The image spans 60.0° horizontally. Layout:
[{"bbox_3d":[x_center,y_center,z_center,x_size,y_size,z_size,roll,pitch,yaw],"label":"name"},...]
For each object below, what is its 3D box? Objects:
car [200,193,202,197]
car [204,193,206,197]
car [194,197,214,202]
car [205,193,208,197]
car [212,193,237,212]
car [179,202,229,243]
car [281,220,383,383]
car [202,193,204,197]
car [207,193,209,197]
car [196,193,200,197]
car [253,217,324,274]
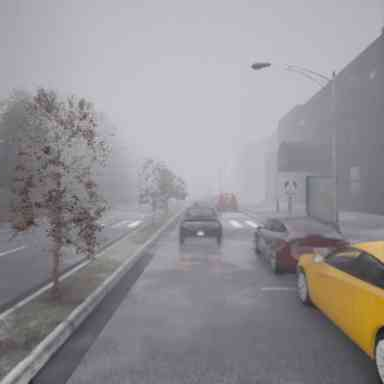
[{"bbox_3d":[3.838,1.068,82.749,2.185,1.767,4.553,0,0,-2],"label":"car"},{"bbox_3d":[4.239,1.288,71.654,2.002,1.452,4.674,0,0,-1],"label":"car"},{"bbox_3d":[0.848,1.475,33.420,1.994,1.385,4.181,0,0,1],"label":"car"},{"bbox_3d":[4.341,1.303,66.126,2.163,1.488,4.792,0,0,0],"label":"car"},{"bbox_3d":[3.922,1.128,38.238,2.435,2.045,5.566,0,0,1],"label":"car"},{"bbox_3d":[0.408,1.455,15.804,2.128,1.511,4.902,0,0,1],"label":"car"},{"bbox_3d":[3.094,1.473,5.024,2.097,1.535,5.008,0,0,1],"label":"car"},{"bbox_3d":[4.084,1.251,77.255,2.163,1.488,4.792,0,0,-2],"label":"car"},{"bbox_3d":[4.371,1.327,60.441,2.163,1.488,4.792,0,0,0],"label":"car"},{"bbox_3d":[3.129,1.132,93.873,2.231,1.521,4.892,0,0,-4],"label":"car"},{"bbox_3d":[3.211,1.490,10.522,2.163,1.488,4.792,0,0,1],"label":"car"}]
